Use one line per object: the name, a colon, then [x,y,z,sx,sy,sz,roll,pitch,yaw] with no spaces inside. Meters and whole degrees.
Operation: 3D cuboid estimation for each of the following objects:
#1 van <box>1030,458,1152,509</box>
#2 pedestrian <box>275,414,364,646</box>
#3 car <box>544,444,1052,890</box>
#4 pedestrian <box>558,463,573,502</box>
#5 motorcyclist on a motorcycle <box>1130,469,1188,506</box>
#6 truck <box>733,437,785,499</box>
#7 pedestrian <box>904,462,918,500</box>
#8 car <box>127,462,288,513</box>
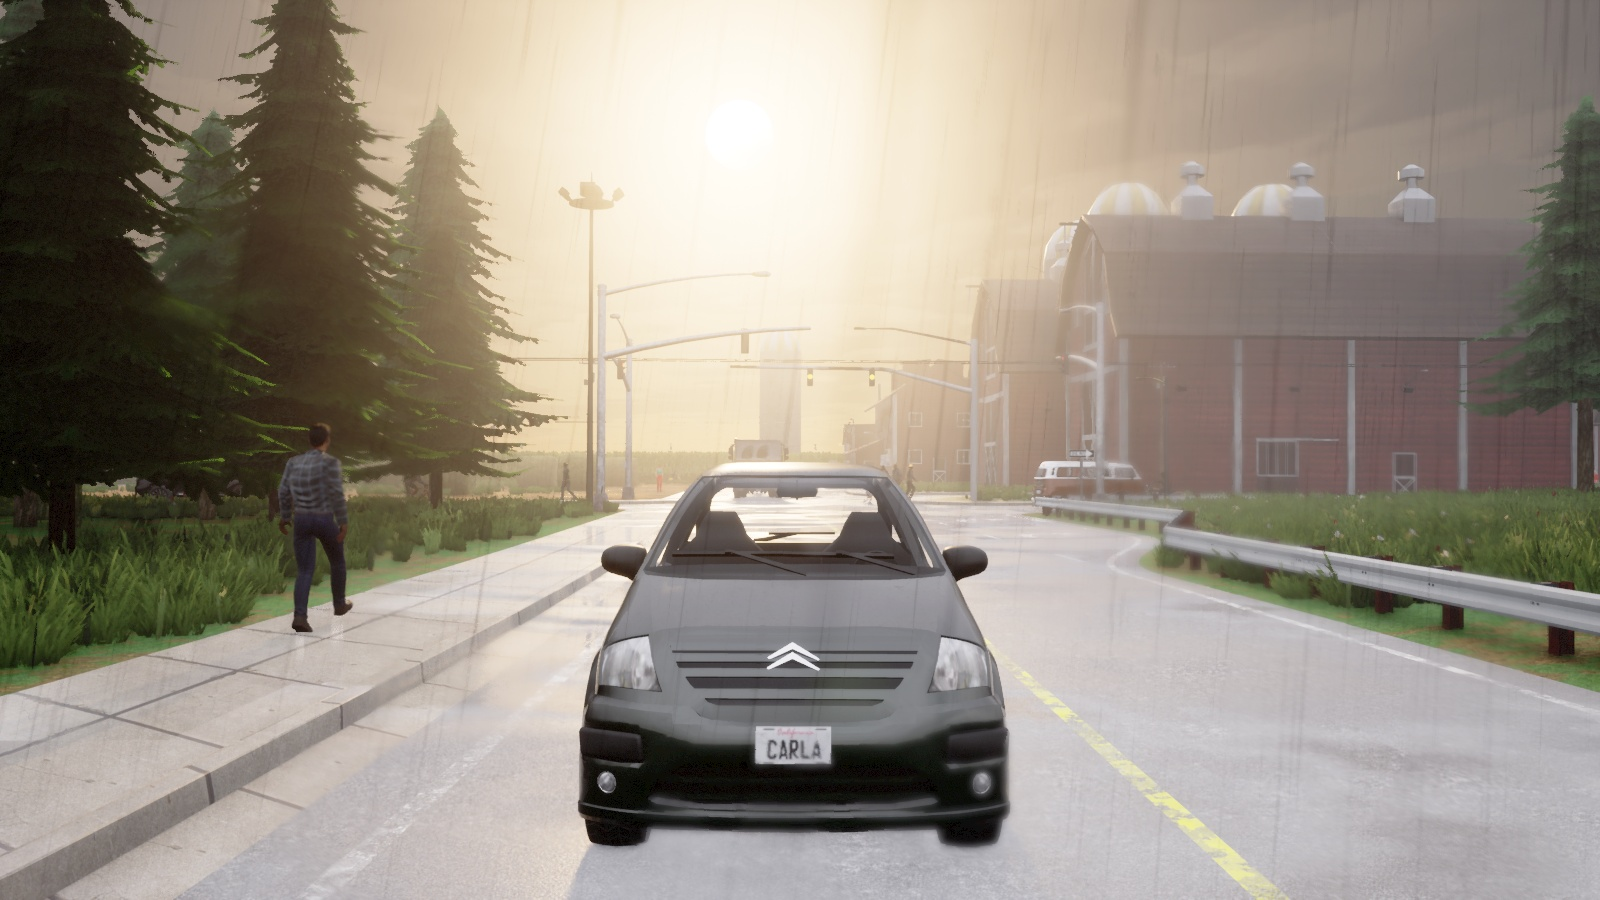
van: [12.064,1.391,52.158,4.480,2.038,2.069,0,-1,-9]
pedestrian: [-4.188,0.677,10.983,0.423,1.949,0.788,0,-1,4]
car: [-0.021,0.823,6.581,1.851,1.617,3.988,0,-1,0]
pedestrian: [-11.057,1.522,59.115,0.614,1.847,0.353,0,-1,12]
motorcyclist on a motorcycle: [15.962,1.663,55.810,2.350,1.649,0.766,0,-1,-1]
truck: [-2.453,1.075,73.816,2.891,3.462,7.936,0,-1,-2]
pedestrian: [5.334,1.485,60.147,0.634,1.846,0.331,0,-1,0]
car: [-24.170,1.518,51.378,5.566,2.045,2.150,0,-1,-1]
